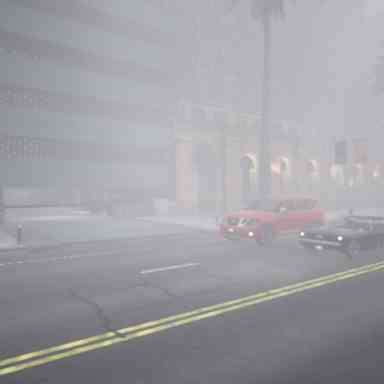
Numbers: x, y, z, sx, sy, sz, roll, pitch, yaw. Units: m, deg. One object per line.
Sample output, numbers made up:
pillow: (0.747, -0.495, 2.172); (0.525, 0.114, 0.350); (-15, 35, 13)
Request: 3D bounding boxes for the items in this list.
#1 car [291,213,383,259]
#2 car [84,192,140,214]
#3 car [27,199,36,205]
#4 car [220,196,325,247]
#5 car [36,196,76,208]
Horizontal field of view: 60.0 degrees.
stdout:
car: (6.171, 1.595, 12.709); (4.718, 1.301, 1.895); (0, 0, -35)
car: (-7.822, 1.057, 33.146); (5.566, 2.045, 2.435); (0, 0, -36)
car: (-25.719, 1.484, 57.349); (4.786, 1.482, 2.161); (0, 0, -36)
car: (3.862, 1.223, 15.360); (5.566, 2.045, 2.150); (0, 0, -35)
car: (-19.289, 1.518, 47.684); (4.718, 1.301, 1.895); (0, 0, -36)
